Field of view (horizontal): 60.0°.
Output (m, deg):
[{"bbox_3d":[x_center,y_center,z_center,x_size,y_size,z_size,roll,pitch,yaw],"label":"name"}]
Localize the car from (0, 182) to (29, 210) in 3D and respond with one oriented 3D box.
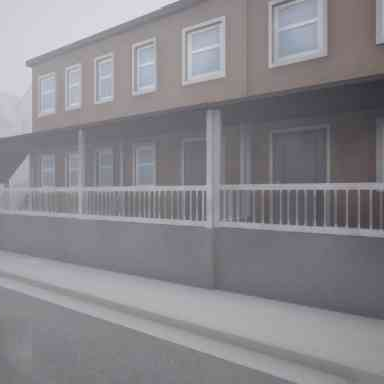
[{"bbox_3d":[-14.724,0.521,27.901,2.150,2.045,5.566,0,16,34],"label":"car"}]
